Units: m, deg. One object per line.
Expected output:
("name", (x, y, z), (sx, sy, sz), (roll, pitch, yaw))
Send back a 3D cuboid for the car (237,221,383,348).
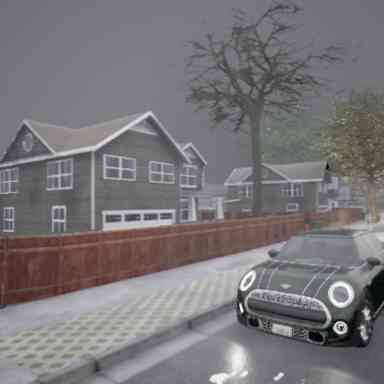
("car", (2.802, 1.602, 6.946), (2.097, 1.767, 4.553), (-3, -3, 39))
